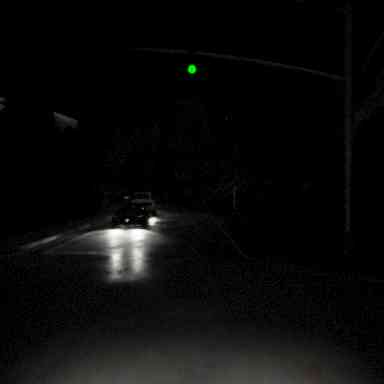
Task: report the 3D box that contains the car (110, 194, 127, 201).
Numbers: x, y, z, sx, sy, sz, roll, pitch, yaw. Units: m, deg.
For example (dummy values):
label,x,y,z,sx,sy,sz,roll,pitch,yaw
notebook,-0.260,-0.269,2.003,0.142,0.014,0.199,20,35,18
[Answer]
label,x,y,z,sx,sy,sz,roll,pitch,yaw
car,-12.374,1.088,57.751,4.902,1.511,2.128,0,1,42

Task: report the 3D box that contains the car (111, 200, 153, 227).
label,x,y,z,sx,sy,sz,roll,pitch,yaw
car,-3.773,1.417,21.029,1.994,1.385,4.181,0,0,-2

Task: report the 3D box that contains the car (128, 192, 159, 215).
label,x,y,z,sx,sy,sz,roll,pitch,yaw
car,-4.526,1.007,30.652,2.150,2.045,5.566,0,0,-10

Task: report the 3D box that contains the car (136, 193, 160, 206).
label,x,y,z,sx,sy,sz,roll,pitch,yaw
car,-6.622,1.007,49.447,2.097,1.767,4.553,0,0,-27

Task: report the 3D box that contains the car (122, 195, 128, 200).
label,x,y,z,sx,sy,sz,roll,pitch,yaw
car,-6.900,1.319,40.295,1.895,1.301,4.718,0,0,-19
